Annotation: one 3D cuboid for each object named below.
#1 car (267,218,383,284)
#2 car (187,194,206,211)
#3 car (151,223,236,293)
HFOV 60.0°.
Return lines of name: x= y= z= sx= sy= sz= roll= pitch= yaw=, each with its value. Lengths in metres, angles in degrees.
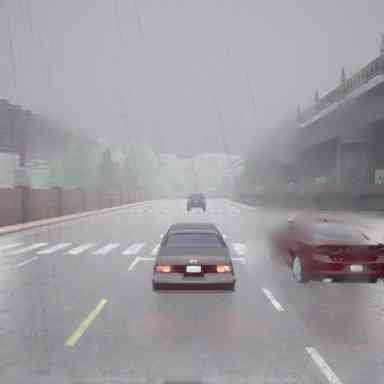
car: x=3.537 y=1.478 z=9.625 sx=1.882 sy=1.535 sz=5.008 roll=0 pitch=0 yaw=0
car: x=0.559 y=1.220 z=40.830 sx=2.150 sy=2.045 sz=5.566 roll=0 pitch=0 yaw=1
car: x=0.030 y=1.547 z=8.981 sx=2.033 sy=1.411 sz=5.357 roll=0 pitch=0 yaw=0
